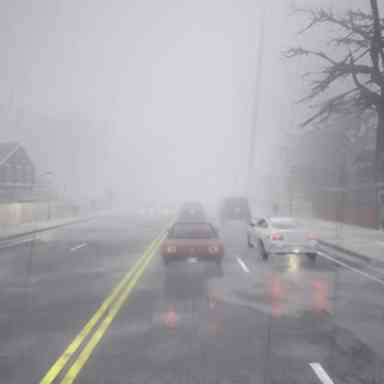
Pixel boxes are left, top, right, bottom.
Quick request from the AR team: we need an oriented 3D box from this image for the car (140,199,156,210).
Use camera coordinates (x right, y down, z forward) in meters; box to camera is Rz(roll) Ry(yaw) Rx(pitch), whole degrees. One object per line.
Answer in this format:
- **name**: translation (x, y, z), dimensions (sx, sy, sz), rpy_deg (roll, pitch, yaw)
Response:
- **car**: translation (-6.562, 1.897, 50.210), dimensions (1.837, 1.490, 4.892), rpy_deg (0, -1, 1)

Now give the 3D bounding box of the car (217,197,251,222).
- **car**: translation (3.277, 1.430, 26.277), dimensions (2.150, 2.045, 5.566), rpy_deg (0, 0, 1)

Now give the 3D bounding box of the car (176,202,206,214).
- **car**: translation (0.038, 1.566, 27.308), dimensions (2.097, 1.767, 4.553), rpy_deg (0, -1, 0)

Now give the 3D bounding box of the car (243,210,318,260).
- **car**: translation (3.295, 1.627, 12.730), dimensions (1.812, 1.442, 4.674), rpy_deg (0, -1, 1)

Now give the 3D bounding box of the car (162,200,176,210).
- **car**: translation (-3.314, 1.954, 50.016), dimensions (1.994, 1.385, 4.181), rpy_deg (0, -1, 0)

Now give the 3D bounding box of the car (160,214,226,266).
- **car**: translation (0.038, 1.694, 11.804), dimensions (1.895, 1.301, 4.718), rpy_deg (0, 0, 1)
